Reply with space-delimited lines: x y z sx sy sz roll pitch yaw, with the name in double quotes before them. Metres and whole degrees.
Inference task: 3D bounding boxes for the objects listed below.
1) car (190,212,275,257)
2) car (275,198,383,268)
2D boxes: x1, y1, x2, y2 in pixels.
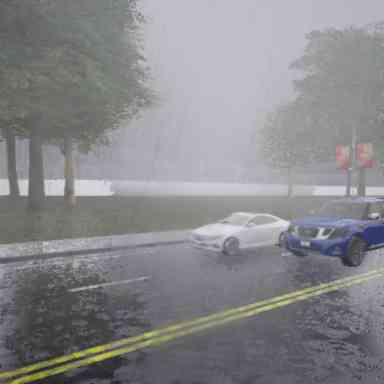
"car" 2.116 1.528 13.153 4.674 1.442 1.812 0 0 -35
"car" 5.707 1.228 11.713 5.566 2.045 2.150 0 0 -35
